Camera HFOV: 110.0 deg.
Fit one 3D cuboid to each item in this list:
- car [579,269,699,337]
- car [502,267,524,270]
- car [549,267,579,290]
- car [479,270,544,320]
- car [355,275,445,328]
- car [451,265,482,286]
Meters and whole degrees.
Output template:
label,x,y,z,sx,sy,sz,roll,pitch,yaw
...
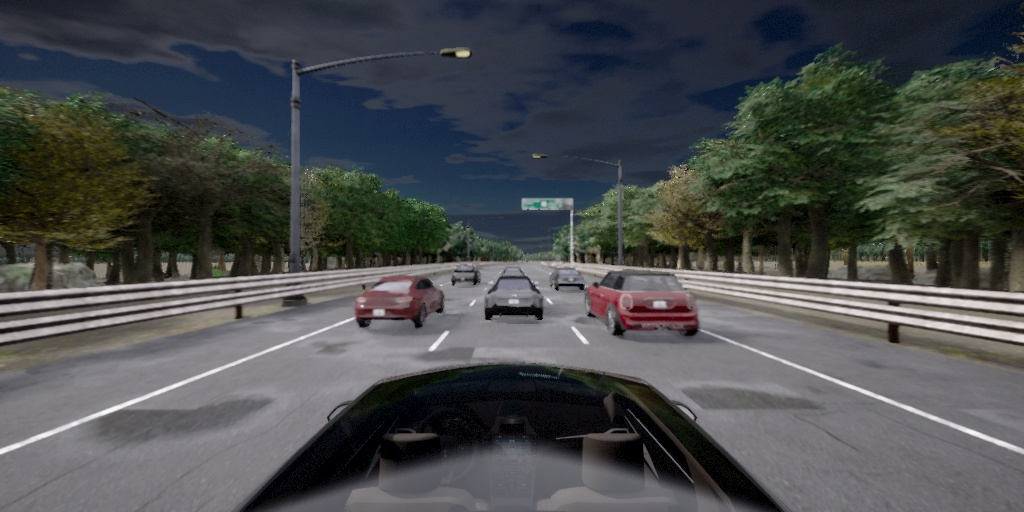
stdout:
label,x,y,z,sx,sy,sz,roll,pitch,yaw
car,3.558,1.172,10.724,2.097,1.767,4.553,0,0,0
car,0.070,1.516,28.125,1.994,1.385,4.181,0,0,0
car,3.542,1.466,23.882,2.033,1.411,5.357,0,0,1
car,0.073,1.398,13.137,1.994,1.385,4.181,0,0,0
car,-3.439,1.350,11.662,1.812,1.442,4.674,0,-1,1
car,-3.434,1.440,27.593,2.128,1.511,4.902,0,0,0
